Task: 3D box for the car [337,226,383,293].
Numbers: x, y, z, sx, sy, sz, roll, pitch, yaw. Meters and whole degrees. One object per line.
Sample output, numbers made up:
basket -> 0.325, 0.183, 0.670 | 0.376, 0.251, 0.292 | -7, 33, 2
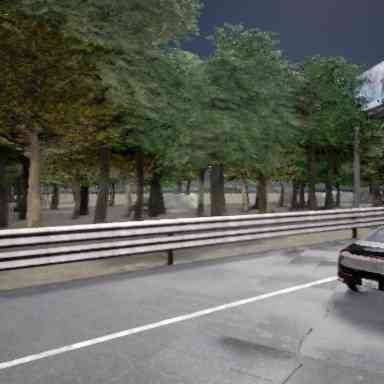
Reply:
car -> 5.261, 1.444, 7.397 | 4.902, 1.511, 2.128 | 0, 0, -34
